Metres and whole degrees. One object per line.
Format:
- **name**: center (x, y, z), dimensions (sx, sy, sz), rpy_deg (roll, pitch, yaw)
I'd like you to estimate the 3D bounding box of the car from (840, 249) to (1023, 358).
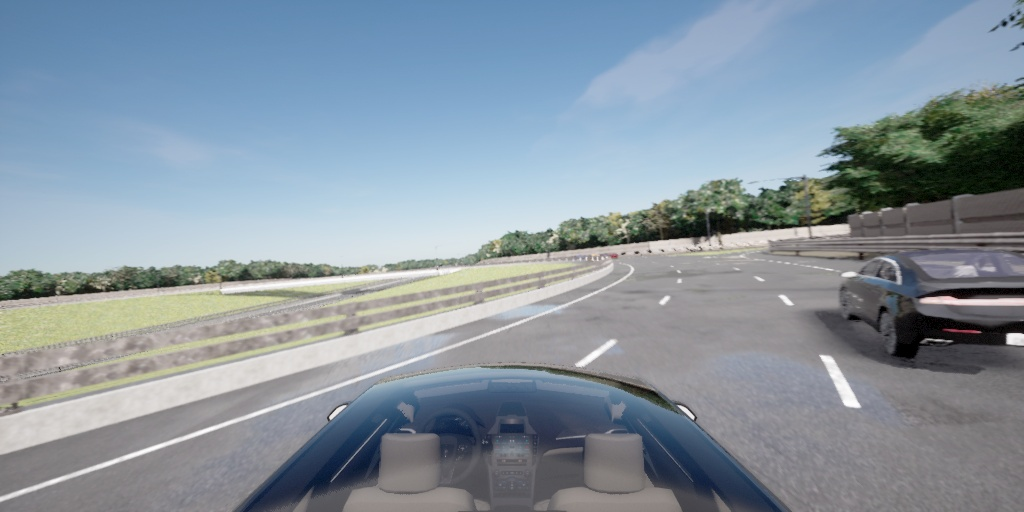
- **car**: center (7.177, 0.645, 6.112), dimensions (2.128, 1.511, 4.902), rpy_deg (-5, -1, 33)
